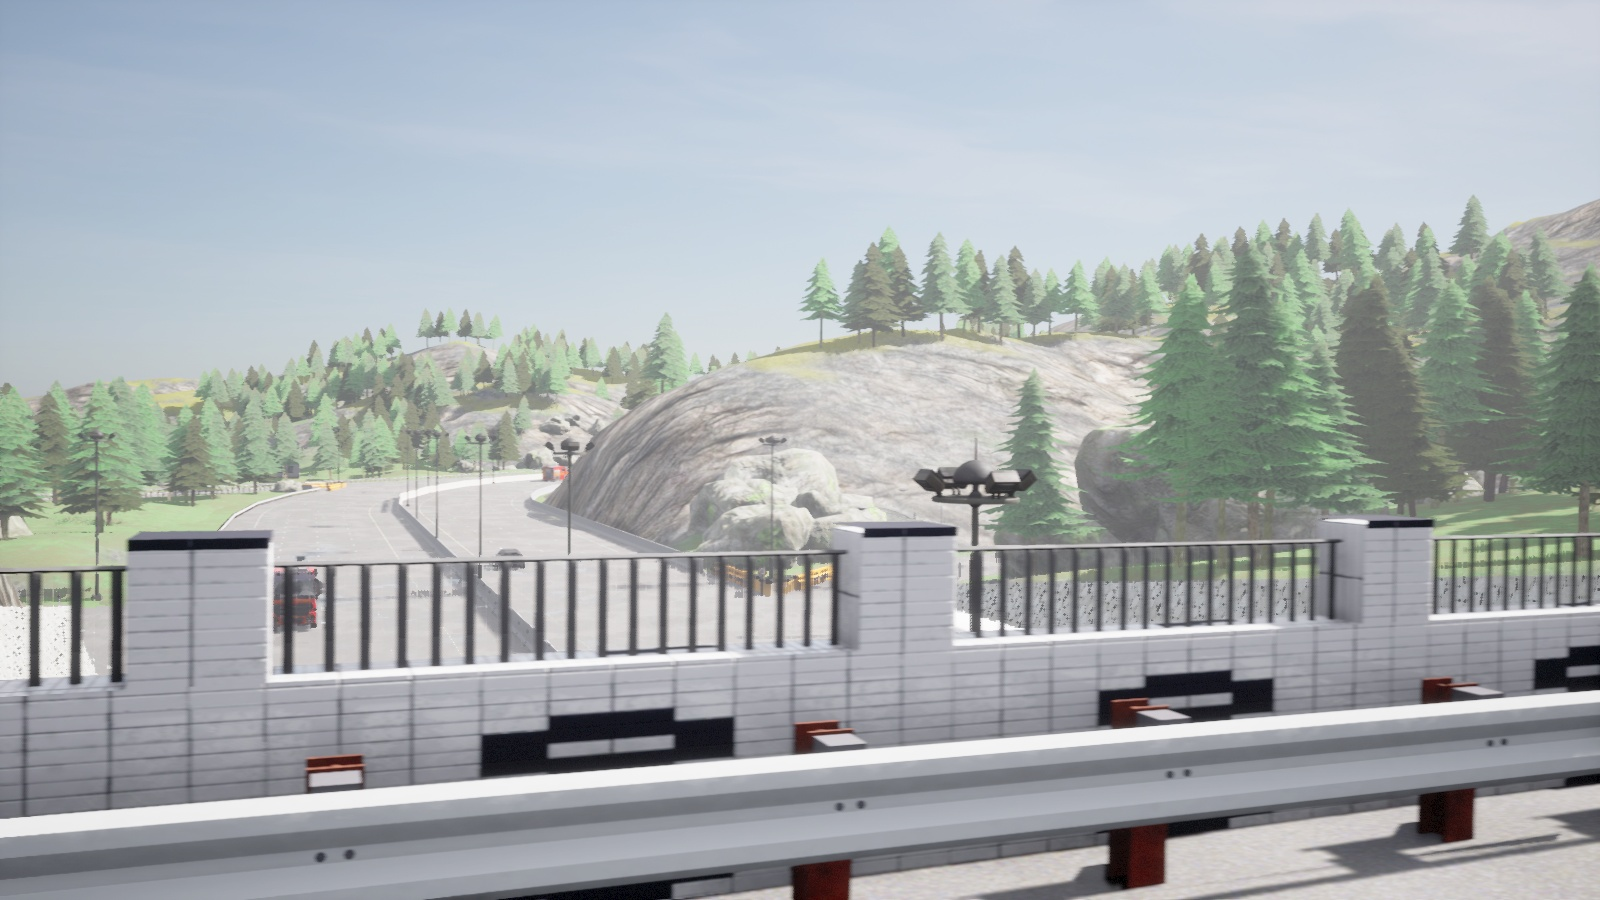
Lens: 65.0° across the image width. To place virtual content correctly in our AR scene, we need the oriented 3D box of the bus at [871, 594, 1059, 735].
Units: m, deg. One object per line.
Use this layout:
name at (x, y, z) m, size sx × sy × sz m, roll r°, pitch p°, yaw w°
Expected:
bus at (7.136, 9.362, 56.609) m, size 3.944 × 4.253 × 10.273 m, roll -1°, pitch 1°, yaw -21°

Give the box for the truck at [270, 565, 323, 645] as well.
truck at (-31.855, 9.684, 79.523) m, size 2.891 × 3.827 × 8.468 m, roll -1°, pitch 1°, yaw -21°
